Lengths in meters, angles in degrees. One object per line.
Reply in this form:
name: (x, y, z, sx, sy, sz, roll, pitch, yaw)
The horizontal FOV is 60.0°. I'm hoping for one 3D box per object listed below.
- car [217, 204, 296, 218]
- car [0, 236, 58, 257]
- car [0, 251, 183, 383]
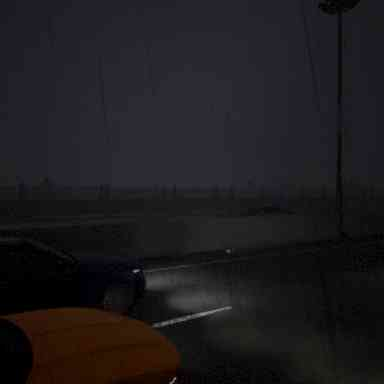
car: (3.469, 1.454, 17.972, 4.892, 1.490, 1.837, 0, 0, -27)
car: (-3.070, 1.503, 5.696, 4.674, 1.442, 1.812, 0, 0, -35)
car: (-2.341, 1.468, 1.949, 5.008, 1.535, 1.882, 0, 0, -36)
